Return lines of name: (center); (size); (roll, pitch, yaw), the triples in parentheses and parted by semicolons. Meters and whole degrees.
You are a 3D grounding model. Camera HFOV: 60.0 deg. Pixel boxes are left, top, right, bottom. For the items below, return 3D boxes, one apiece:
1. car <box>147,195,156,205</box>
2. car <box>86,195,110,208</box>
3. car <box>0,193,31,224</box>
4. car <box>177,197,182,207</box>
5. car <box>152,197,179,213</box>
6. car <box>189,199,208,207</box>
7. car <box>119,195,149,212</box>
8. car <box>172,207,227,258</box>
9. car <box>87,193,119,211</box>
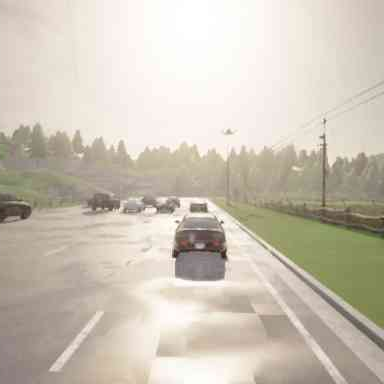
car: (-6.139, 1.246, 48.768); (2.097, 1.767, 4.553); (1, 0, 1)
car: (-13.100, 1.302, 46.550); (1.882, 1.535, 5.008); (1, 0, 1)
car: (-13.518, 1.062, 23.269); (2.150, 2.045, 5.566); (1, 0, 1)
car: (-2.642, 1.437, 48.725); (1.837, 1.490, 4.892); (1, 1, 1)
car: (-2.876, 1.539, 36.802); (1.895, 1.301, 4.718); (1, 0, 1)
car: (0.700, 1.468, 35.428); (2.128, 1.511, 4.902); (1, 0, 1)
car: (-6.375, 1.428, 36.885); (1.812, 1.442, 4.674); (1, 0, 1)
car: (0.290, 1.517, 12.714); (1.812, 1.442, 4.674); (1, 0, 1)
car: (-9.751, 1.088, 38.018); (2.150, 2.045, 5.566); (1, 0, 1)
